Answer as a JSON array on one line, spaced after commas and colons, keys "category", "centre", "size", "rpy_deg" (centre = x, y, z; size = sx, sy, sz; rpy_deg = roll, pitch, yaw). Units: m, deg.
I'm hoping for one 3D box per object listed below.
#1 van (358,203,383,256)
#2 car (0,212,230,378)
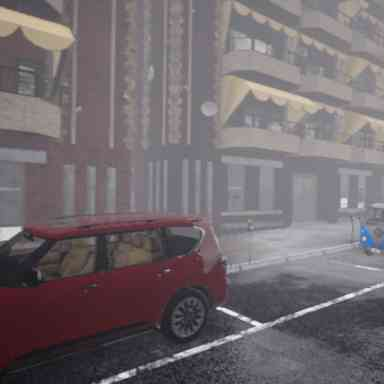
[{"category": "van", "centre": [7.301, 1.255, 11.310], "size": [3.998, 1.788, 1.690], "rpy_deg": [0, 2, -36]}, {"category": "car", "centre": [-1.686, 1.307, 4.866], "size": [5.009, 1.841, 2.192], "rpy_deg": [-1, 2, -36]}]
